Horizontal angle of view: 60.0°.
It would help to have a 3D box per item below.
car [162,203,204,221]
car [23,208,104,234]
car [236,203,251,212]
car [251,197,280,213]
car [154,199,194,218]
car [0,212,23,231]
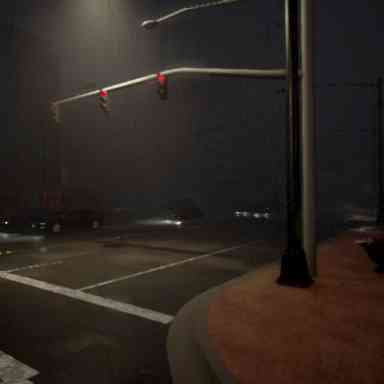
[{"bbox_3d":[-0.610,2.036,32.440,1.994,1.385,4.181,-1,-1,35],"label":"car"},{"bbox_3d":[-8.055,1.817,21.834,1.837,1.490,4.892,-1,-1,36],"label":"car"},{"bbox_3d":[8.751,2.428,51.712,2.033,1.411,5.357,-1,-1,35],"label":"car"},{"bbox_3d":[11.256,1.992,49.209,2.150,2.045,5.566,-1,-1,35],"label":"car"},{"bbox_3d":[-1.760,1.770,36.902,2.150,2.045,5.566,-1,-1,35],"label":"car"},{"bbox_3d":[-11.011,1.893,23.767,2.033,1.411,5.357,-1,-1,33],"label":"car"}]
